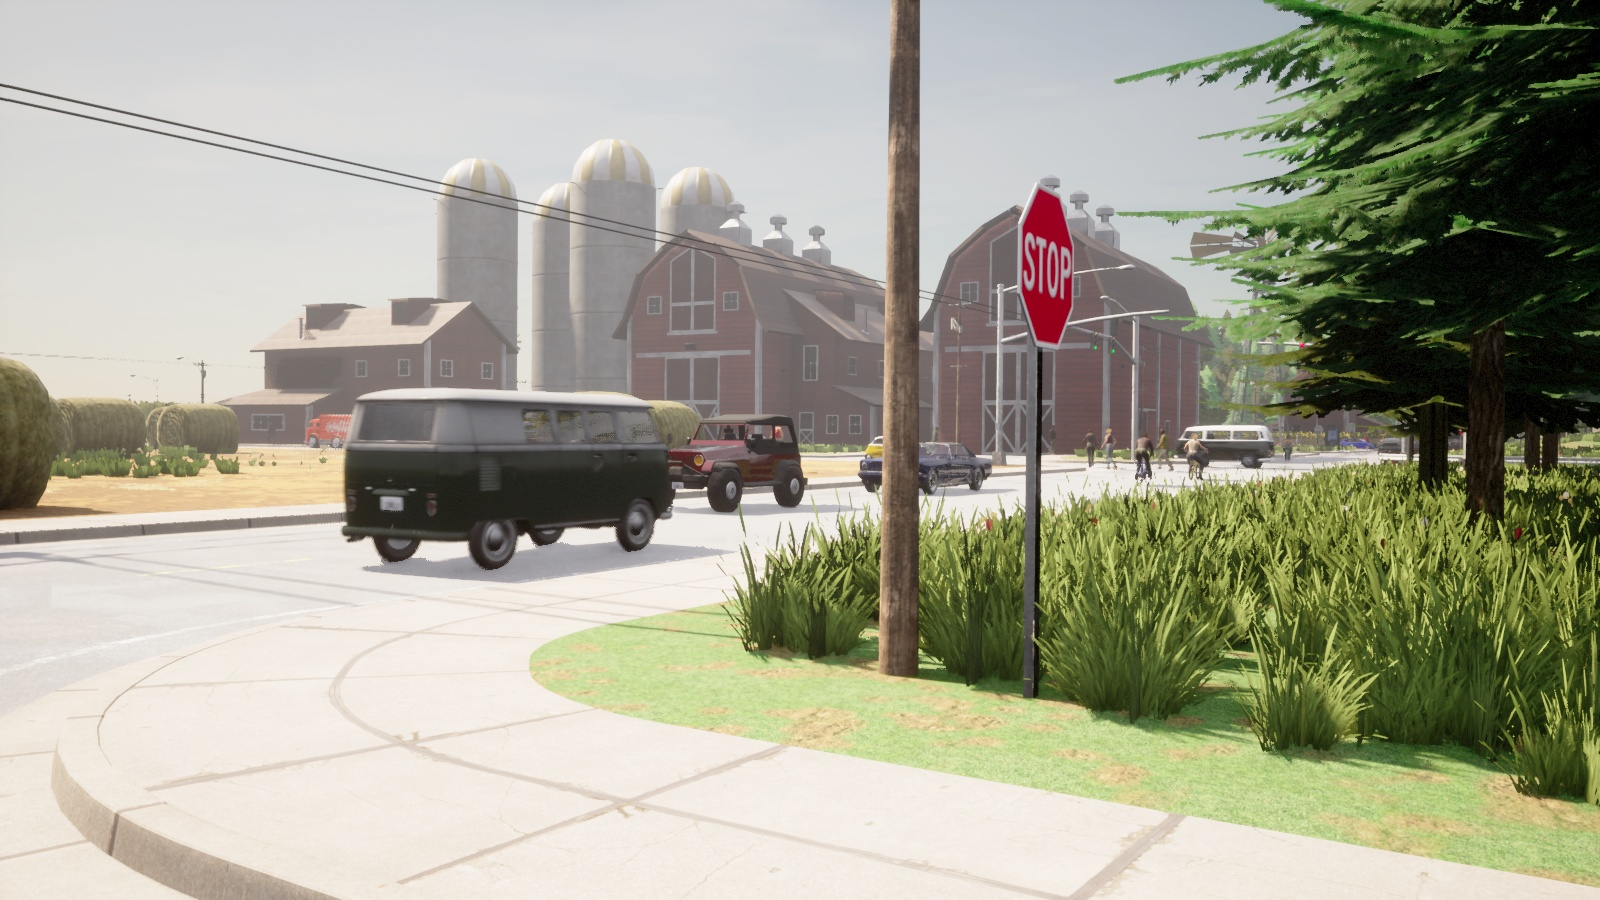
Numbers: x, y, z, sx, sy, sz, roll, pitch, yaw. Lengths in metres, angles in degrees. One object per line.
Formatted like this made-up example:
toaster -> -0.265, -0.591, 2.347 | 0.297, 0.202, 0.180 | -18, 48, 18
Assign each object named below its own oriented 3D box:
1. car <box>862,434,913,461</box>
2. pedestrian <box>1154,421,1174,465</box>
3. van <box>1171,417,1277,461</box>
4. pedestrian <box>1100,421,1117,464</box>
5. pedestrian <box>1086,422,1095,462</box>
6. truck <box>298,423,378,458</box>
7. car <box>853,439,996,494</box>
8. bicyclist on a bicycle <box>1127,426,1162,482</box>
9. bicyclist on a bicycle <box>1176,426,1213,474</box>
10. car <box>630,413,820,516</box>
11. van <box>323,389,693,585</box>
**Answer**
car -> 4.517, -0.138, 64.968 | 2.207, 1.376, 1.481 | 0, 1, 30
pedestrian -> 15.274, -0.298, 52.692 | 0.726, 1.835, 0.370 | 0, 1, 30
van -> 20.235, -0.526, 59.994 | 4.480, 2.038, 2.069 | 0, 1, 30
pedestrian -> 13.406, -0.322, 54.553 | 0.345, 1.836, 0.594 | -1, 1, -39
pedestrian -> 13.444, -0.373, 58.033 | 0.328, 1.805, 0.869 | 0, 1, 18
truck -> -33.377, -0.684, 90.703 | 5.204, 2.467, 2.627 | 0, 1, 30
car -> 3.359, 0.385, 33.049 | 1.895, 1.301, 4.718 | 0, 1, 31
bicyclist on a bicycle -> 10.455, 0.102, 38.105 | 0.582, 1.620, 1.656 | 0, 3, 31
bicyclist on a bicycle -> 13.684, -0.015, 43.524 | 0.866, 1.612, 1.509 | 0, 1, 31
car -> -1.407, 0.233, 25.069 | 1.905, 1.878, 3.866 | 0, 1, 31
van -> -3.285, 0.343, 15.097 | 1.775, 1.987, 4.442 | 0, 1, 29
